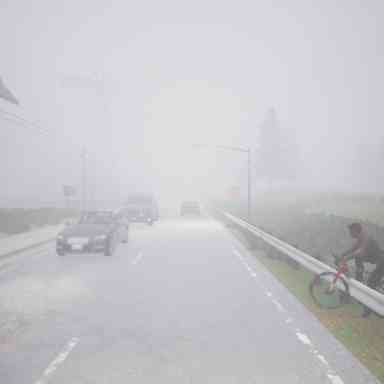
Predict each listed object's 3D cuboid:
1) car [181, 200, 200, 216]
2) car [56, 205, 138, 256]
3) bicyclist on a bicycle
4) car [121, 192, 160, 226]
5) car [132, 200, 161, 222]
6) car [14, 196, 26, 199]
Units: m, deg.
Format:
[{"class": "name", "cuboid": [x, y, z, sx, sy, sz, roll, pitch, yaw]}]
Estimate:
[{"class": "car", "cuboid": [-0.183, 1.547, 33.080, 2.033, 1.411, 5.357, 0, 0, -1]}, {"class": "car", "cuboid": [-3.705, 1.491, 13.115, 2.128, 1.511, 4.902, 0, 0, 0]}, {"class": "bicyclist on a bicycle", "cuboid": [3.005, 1.391, 5.930, 1.656, 1.620, 0.582, 5, 2, 14]}, {"class": "car", "cuboid": [-3.694, 1.158, 23.792, 2.150, 2.045, 5.566, 0, 3, -1]}, {"class": "car", "cuboid": [-3.799, 1.556, 28.470, 1.812, 1.442, 4.674, 0, 2, 0]}, {"class": "car", "cuboid": [-32.841, 1.521, 63.499, 1.784, 1.438, 3.905, 0, 0, -1]}]
